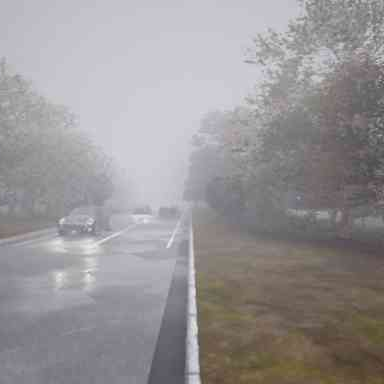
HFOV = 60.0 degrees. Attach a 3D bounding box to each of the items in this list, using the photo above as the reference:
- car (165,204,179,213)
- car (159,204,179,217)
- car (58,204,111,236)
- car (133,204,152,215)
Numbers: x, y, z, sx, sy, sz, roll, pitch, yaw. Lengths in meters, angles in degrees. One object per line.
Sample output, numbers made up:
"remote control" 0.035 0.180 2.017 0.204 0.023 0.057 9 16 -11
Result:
"car" -3.082 2.507 51.639 1.895 1.301 4.718 1 -1 0
"car" -2.967 2.193 40.948 1.882 1.535 5.008 1 -1 0
"car" -6.492 1.662 20.473 2.097 1.767 4.553 1 -1 0
"car" -6.548 2.303 44.255 1.994 1.385 4.181 1 -1 0
